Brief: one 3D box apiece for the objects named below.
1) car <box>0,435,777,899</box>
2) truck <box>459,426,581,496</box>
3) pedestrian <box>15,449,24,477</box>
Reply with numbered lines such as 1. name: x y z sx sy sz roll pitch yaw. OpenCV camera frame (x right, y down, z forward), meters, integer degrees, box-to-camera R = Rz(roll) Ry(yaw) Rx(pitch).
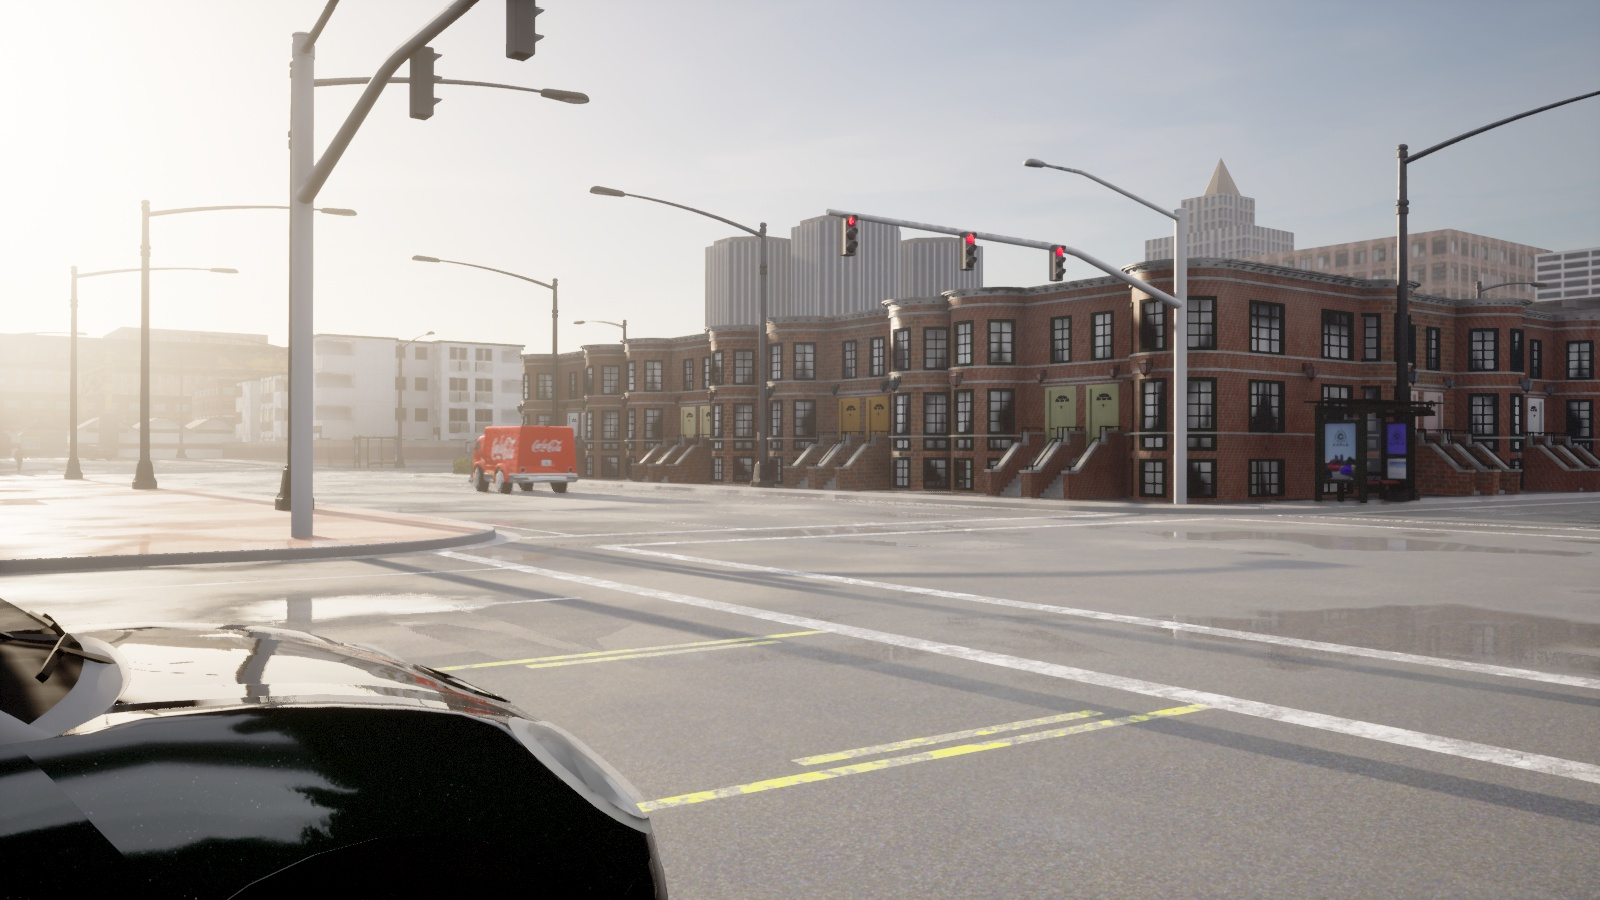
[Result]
1. car: -2.171 0.720 2.205 3.806 1.475 1.970 0 0 -35
2. truck: -10.481 0.395 46.769 2.627 2.467 5.204 0 0 -35
3. pedestrian: -52.174 0.846 83.934 0.431 1.840 0.709 0 0 -40
